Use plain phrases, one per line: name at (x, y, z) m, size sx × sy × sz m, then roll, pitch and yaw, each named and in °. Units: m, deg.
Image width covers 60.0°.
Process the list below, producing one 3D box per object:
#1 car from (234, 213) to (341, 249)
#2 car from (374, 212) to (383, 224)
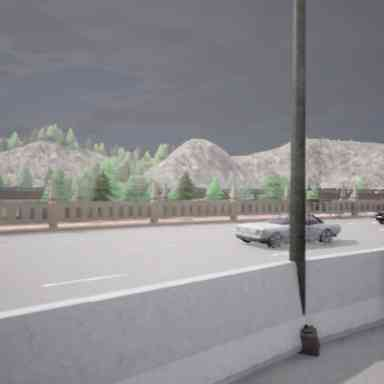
car at (4.189, 1.600, 14.503) m, size 4.718 × 1.301 × 1.895 m, roll 0°, pitch 0°, yaw -28°
car at (15.275, 1.651, 23.468) m, size 4.718 × 1.301 × 1.895 m, roll 0°, pitch 0°, yaw -21°
